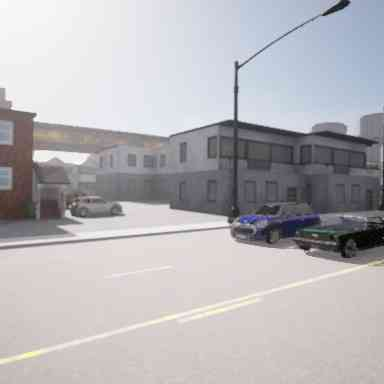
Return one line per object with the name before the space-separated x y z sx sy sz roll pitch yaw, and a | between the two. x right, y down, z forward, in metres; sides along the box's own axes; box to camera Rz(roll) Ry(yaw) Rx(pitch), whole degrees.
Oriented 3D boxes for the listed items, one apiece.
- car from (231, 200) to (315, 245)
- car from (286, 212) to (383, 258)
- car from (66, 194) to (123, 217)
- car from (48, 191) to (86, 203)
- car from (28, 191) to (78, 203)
car | 3.947 1.286 15.424 4.553 1.767 2.097 -1 0 -35
car | 5.962 1.535 12.565 4.718 1.301 1.895 -1 0 -35
car | -7.470 1.119 26.179 3.806 1.475 1.970 -1 0 -36
car | -11.310 0.762 33.389 5.027 1.636 2.152 1 -1 -36
car | -17.037 0.604 40.971 5.357 1.415 2.033 0 0 -36
